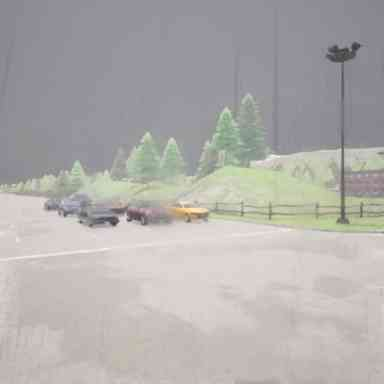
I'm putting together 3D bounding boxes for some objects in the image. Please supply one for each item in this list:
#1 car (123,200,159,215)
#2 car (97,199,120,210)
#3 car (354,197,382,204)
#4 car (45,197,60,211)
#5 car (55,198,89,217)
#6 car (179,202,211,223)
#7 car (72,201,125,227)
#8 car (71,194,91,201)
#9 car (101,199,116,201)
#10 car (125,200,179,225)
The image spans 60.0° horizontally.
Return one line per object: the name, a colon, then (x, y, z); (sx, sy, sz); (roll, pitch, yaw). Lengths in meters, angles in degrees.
car: (-5.580, 1.607, 35.575); (2.033, 1.411, 5.357); (0, 0, -30)
car: (-11.709, 1.683, 46.290); (1.895, 1.301, 4.718); (0, 0, -30)
car: (32.880, 1.597, 62.169); (2.033, 1.411, 5.357); (0, 0, -15)
car: (-17.185, 1.437, 41.760); (2.097, 1.767, 4.553); (0, -1, -30)
car: (-11.644, 1.587, 32.092); (1.812, 1.442, 4.674); (0, 0, -30)
car: (-0.405, 1.518, 26.572); (1.882, 1.535, 5.008); (0, 0, -30)
car: (-6.725, 1.590, 23.511); (2.033, 1.411, 5.357); (0, 0, -30)
car: (-15.184, 1.308, 45.327); (2.150, 2.045, 5.566); (0, 0, -29)
car: (-8.111, 1.536, 32.955); (1.882, 1.535, 5.008); (0, 0, -30)
car: (-3.134, 1.392, 24.294); (2.097, 1.767, 4.553); (0, 0, -30)
